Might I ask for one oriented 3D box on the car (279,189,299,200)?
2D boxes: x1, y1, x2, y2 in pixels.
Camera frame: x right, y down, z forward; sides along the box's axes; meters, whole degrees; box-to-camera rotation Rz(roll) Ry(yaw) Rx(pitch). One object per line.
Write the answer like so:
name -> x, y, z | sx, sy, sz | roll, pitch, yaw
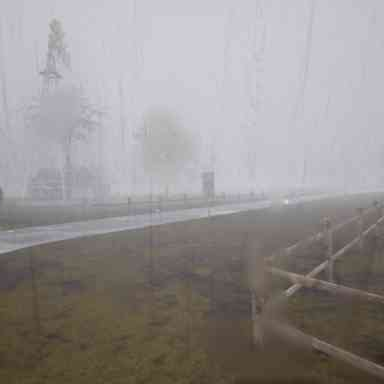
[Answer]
car -> 14.454, 0.318, 49.566 | 2.128, 1.511, 4.902 | -1, 1, 35
